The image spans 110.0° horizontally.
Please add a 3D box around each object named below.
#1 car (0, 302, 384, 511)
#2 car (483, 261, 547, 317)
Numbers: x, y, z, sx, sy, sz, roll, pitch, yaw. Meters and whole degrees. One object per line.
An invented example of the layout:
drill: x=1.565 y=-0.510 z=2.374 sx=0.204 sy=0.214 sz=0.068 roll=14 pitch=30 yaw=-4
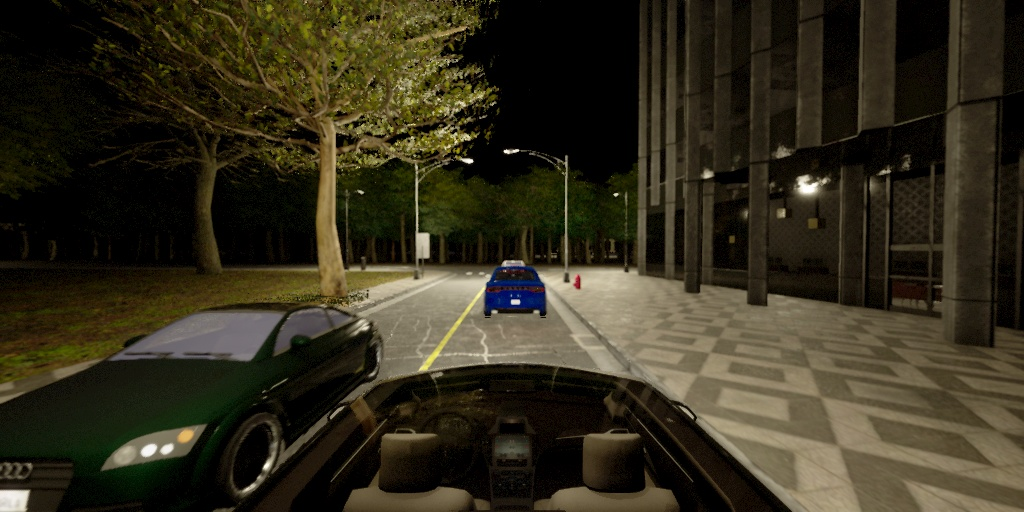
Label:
car: x=-3.074 y=1.276 z=4.170 sx=1.994 sy=1.385 sz=4.181 roll=0 pitch=1 yaw=0
car: x=0.098 y=1.063 z=12.312 sx=1.882 sy=1.535 sz=5.008 roll=0 pitch=1 yaw=0
